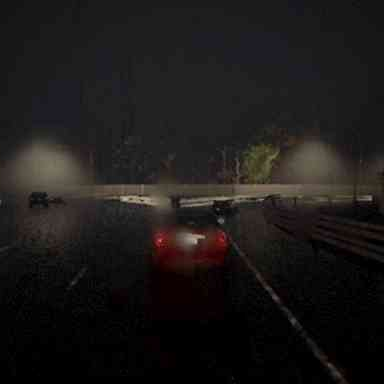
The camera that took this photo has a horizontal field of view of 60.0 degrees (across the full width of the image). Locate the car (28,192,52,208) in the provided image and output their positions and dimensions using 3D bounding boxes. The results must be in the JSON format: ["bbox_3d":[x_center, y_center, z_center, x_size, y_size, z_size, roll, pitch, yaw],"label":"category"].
[{"bbox_3d":[-19.706,0.954,42.668,2.150,2.045,5.566,0,0,-28],"label":"car"}]

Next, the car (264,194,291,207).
[{"bbox_3d":[11.315,1.072,43.766,2.097,1.767,4.553,0,1,41],"label":"car"}]

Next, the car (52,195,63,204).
[{"bbox_3d":[-22.071,1.229,53.393,1.994,1.385,4.181,0,0,-33],"label":"car"}]

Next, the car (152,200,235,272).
[{"bbox_3d":[-0.004,1.282,10.708,2.097,1.767,4.553,0,0,0],"label":"car"}]

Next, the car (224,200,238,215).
[{"bbox_3d":[2.742,1.380,28.837,1.994,1.385,4.181,0,0,18],"label":"car"}]
